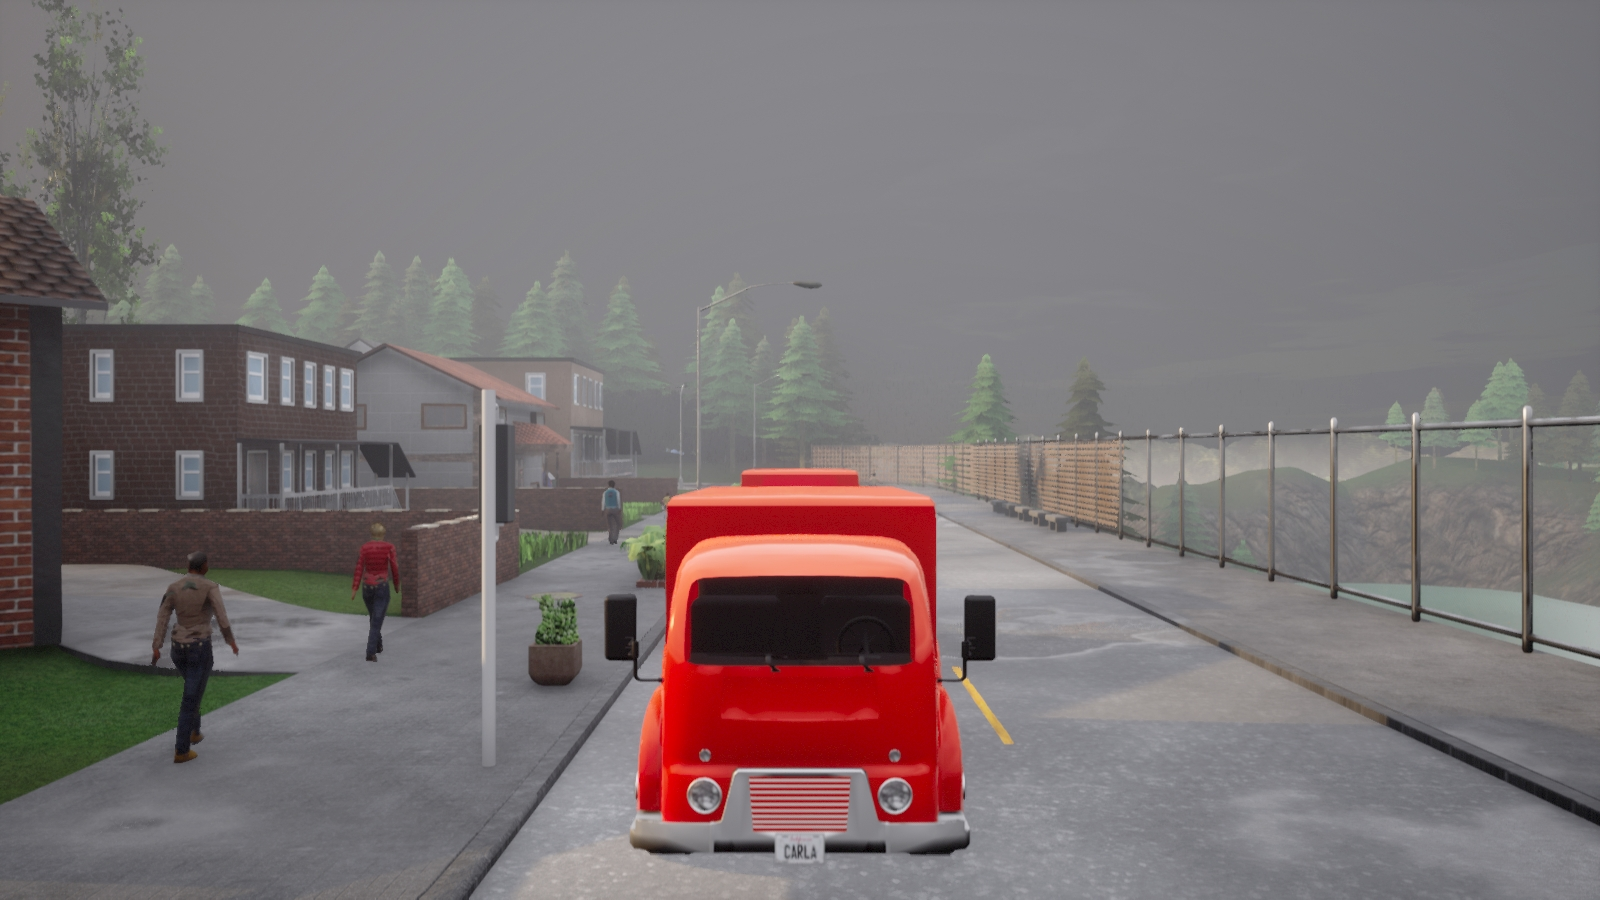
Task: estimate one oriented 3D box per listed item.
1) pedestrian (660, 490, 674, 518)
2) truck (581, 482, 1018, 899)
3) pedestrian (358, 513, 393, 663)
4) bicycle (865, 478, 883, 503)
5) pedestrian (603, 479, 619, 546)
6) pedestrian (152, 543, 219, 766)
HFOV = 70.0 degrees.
[{"bbox_3d":[-5.289,2.142,45.570,0.500,1.100,0.500,0,0,0],"label":"pedestrian"},{"bbox_3d":[0.008,1.572,9.465,2.627,2.467,5.204,0,0,0],"label":"truck"},{"bbox_3d":[-5.419,1.752,14.598,0.375,1.860,0.375,0,0,-12],"label":"pedestrian"},{"bbox_3d":[3.985,2.182,61.694,0.859,1.276,1.487,0,0,0],"label":"bicycle"},{"bbox_3d":[-5.338,1.759,32.205,0.375,1.860,0.375,0,0,3],"label":"pedestrian"},{"bbox_3d":[-5.301,1.750,9.871,0.375,1.860,0.375,0,0,0],"label":"pedestrian"}]
